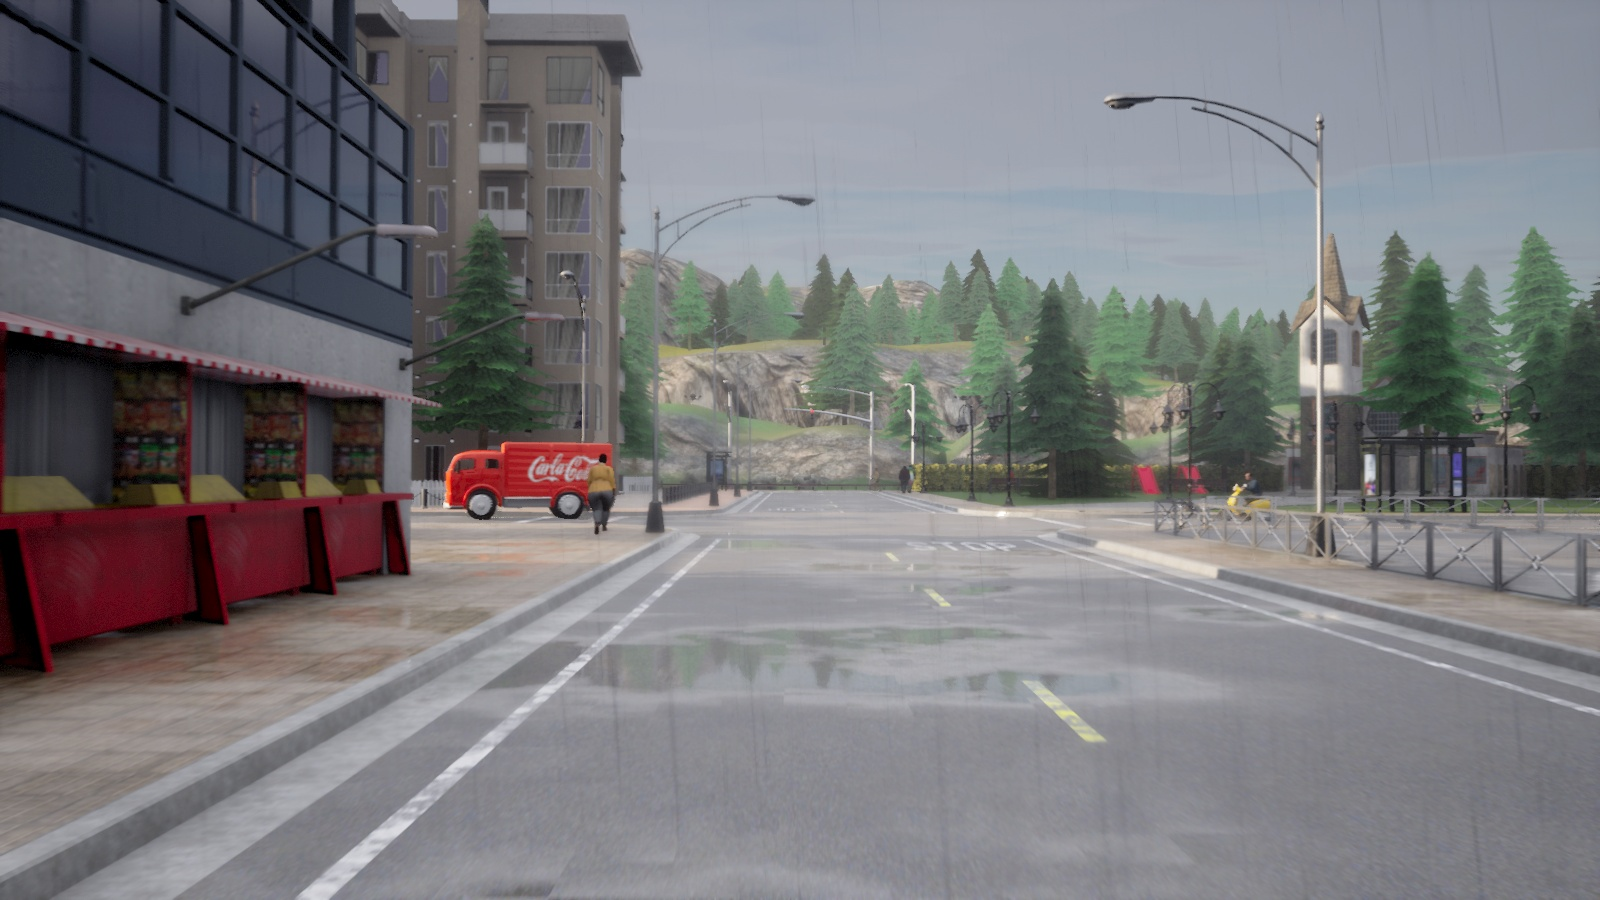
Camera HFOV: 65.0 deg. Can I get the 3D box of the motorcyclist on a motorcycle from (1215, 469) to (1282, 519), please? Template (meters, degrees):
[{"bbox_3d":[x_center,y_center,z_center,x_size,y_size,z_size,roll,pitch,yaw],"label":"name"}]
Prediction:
[{"bbox_3d":[14.420,1.402,40.397,1.817,1.590,0.866,0,-1,-1],"label":"motorcyclist on a motorcycle"}]

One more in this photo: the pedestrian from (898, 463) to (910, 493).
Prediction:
[{"bbox_3d":[6.505,1.763,78.456,0.634,1.844,0.899,0,-1,-2],"label":"pedestrian"}]

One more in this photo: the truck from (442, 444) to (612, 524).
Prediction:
[{"bbox_3d":[-8.844,1.057,40.579,5.204,2.467,2.627,0,0,-15],"label":"truck"}]

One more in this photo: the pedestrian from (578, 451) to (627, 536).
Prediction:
[{"bbox_3d":[-4.393,0.961,27.964,0.874,1.855,0.900,0,-1,5],"label":"pedestrian"}]
